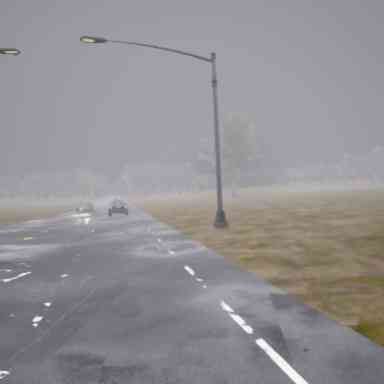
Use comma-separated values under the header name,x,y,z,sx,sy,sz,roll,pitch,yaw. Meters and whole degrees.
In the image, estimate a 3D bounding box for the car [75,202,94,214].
name,x,y,z,sx,sy,sz,roll,pitch,yaw
car,-14.749,2.132,45.947,2.128,1.511,4.902,-2,0,-7

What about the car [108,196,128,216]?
name,x,y,z,sx,sy,sz,roll,pitch,yaw
car,-8.570,1.724,38.556,2.097,1.767,4.553,-3,0,-13
